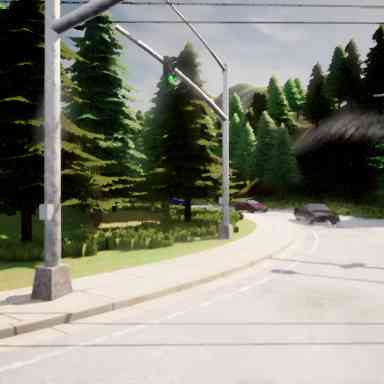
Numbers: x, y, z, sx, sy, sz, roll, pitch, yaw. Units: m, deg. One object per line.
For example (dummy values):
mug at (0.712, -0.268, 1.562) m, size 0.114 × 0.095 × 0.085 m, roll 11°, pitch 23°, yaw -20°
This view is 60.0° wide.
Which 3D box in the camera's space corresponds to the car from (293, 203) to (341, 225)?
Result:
car at (9.025, 1.539, 24.582) m, size 2.033 × 1.411 × 5.357 m, roll 0°, pitch 0°, yaw 1°

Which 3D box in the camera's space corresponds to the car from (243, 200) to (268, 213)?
car at (6.370, 1.515, 36.327) m, size 1.812 × 1.442 × 4.674 m, roll 0°, pitch 0°, yaw -25°
